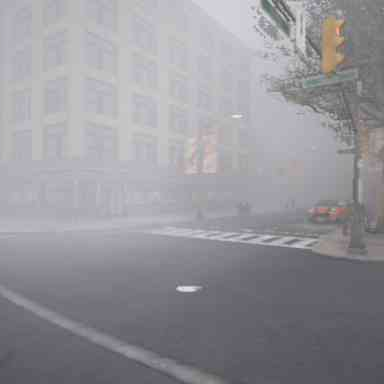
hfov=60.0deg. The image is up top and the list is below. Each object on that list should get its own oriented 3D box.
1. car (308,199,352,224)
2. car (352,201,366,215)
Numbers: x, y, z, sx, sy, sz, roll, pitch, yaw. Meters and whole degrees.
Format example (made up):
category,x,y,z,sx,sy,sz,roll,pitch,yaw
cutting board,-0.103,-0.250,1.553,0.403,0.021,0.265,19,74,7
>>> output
category,x,y,z,sx,sy,sz,roll,pitch,yaw
car,10.326,1.348,25.103,2.097,1.767,4.553,0,0,36
car,16.011,1.521,33.104,1.812,1.442,4.674,0,0,35
